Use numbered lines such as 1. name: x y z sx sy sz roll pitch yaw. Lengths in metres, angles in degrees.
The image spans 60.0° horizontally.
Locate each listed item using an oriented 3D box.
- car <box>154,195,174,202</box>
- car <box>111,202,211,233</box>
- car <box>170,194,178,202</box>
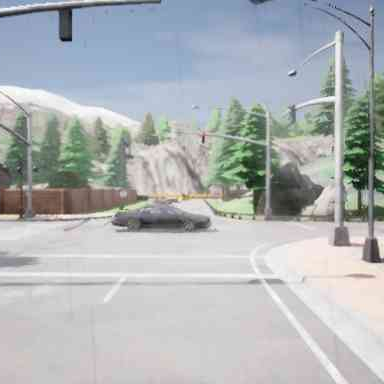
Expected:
1. car: -3.588 1.386 39.447 1.895 1.301 4.718 0 0 0
2. car: -1.650 1.442 18.314 5.357 1.411 2.033 0 0 8
3. car: -3.506 1.153 60.033 1.882 1.535 5.008 0 0 0
